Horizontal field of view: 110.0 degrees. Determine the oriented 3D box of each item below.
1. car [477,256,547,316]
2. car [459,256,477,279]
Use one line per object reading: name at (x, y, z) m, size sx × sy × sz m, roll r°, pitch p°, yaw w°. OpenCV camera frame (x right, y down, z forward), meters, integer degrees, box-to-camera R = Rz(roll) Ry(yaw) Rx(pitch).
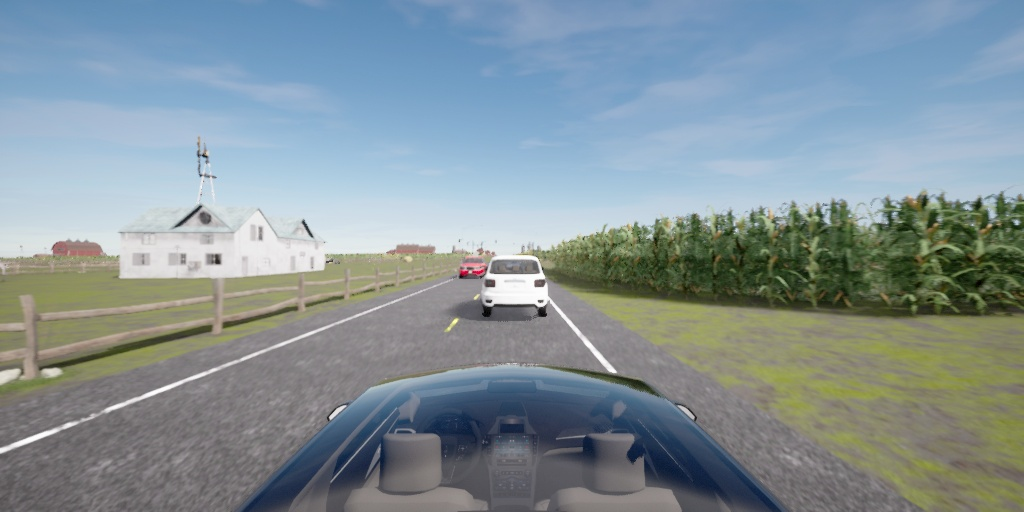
car at (0.091, 1.006, 13.716) m, size 2.150 × 2.045 × 5.566 m, roll 0°, pitch 0°, yaw 0°
car at (-3.608, 1.047, 33.669) m, size 2.150 × 2.045 × 5.566 m, roll 0°, pitch 0°, yaw 0°
